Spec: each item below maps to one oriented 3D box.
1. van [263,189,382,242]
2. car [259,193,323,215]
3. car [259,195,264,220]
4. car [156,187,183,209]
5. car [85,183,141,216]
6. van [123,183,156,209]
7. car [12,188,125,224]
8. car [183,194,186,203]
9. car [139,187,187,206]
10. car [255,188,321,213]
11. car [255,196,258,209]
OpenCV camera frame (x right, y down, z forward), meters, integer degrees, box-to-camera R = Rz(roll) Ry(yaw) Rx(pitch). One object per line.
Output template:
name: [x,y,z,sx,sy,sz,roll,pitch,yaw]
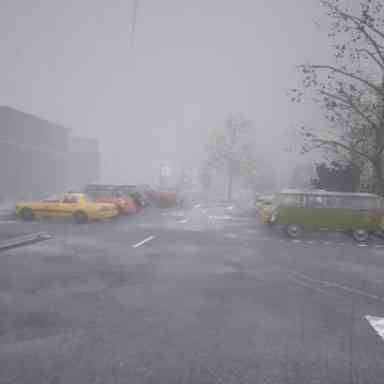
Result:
van: [5.484,0.936,14.211,4.442,1.987,1.878,2,1,11]
car: [8.172,0.982,27.917,4.892,1.521,2.231,2,1,10]
car: [6.294,1.118,16.905,5.366,1.575,1.946,2,1,11]
car: [-4.045,0.305,29.032,5.566,2.045,2.435,2,1,11]
car: [-5.757,0.544,19.964,4.553,1.767,2.185,2,1,11]
van: [-5.105,0.403,22.930,4.442,1.987,1.878,2,1,11]
car: [-6.516,0.712,17.141,5.366,1.575,1.946,2,1,11]
car: [-3.548,0.539,31.908,5.008,1.535,2.097,2,1,10]
car: [-2.968,0.397,34.888,4.553,1.767,2.185,2,1,10]
car: [8.643,0.714,30.543,5.566,2.045,2.435,2,1,10]
car: [7.652,0.749,25.171,5.566,2.045,2.435,2,1,10]
